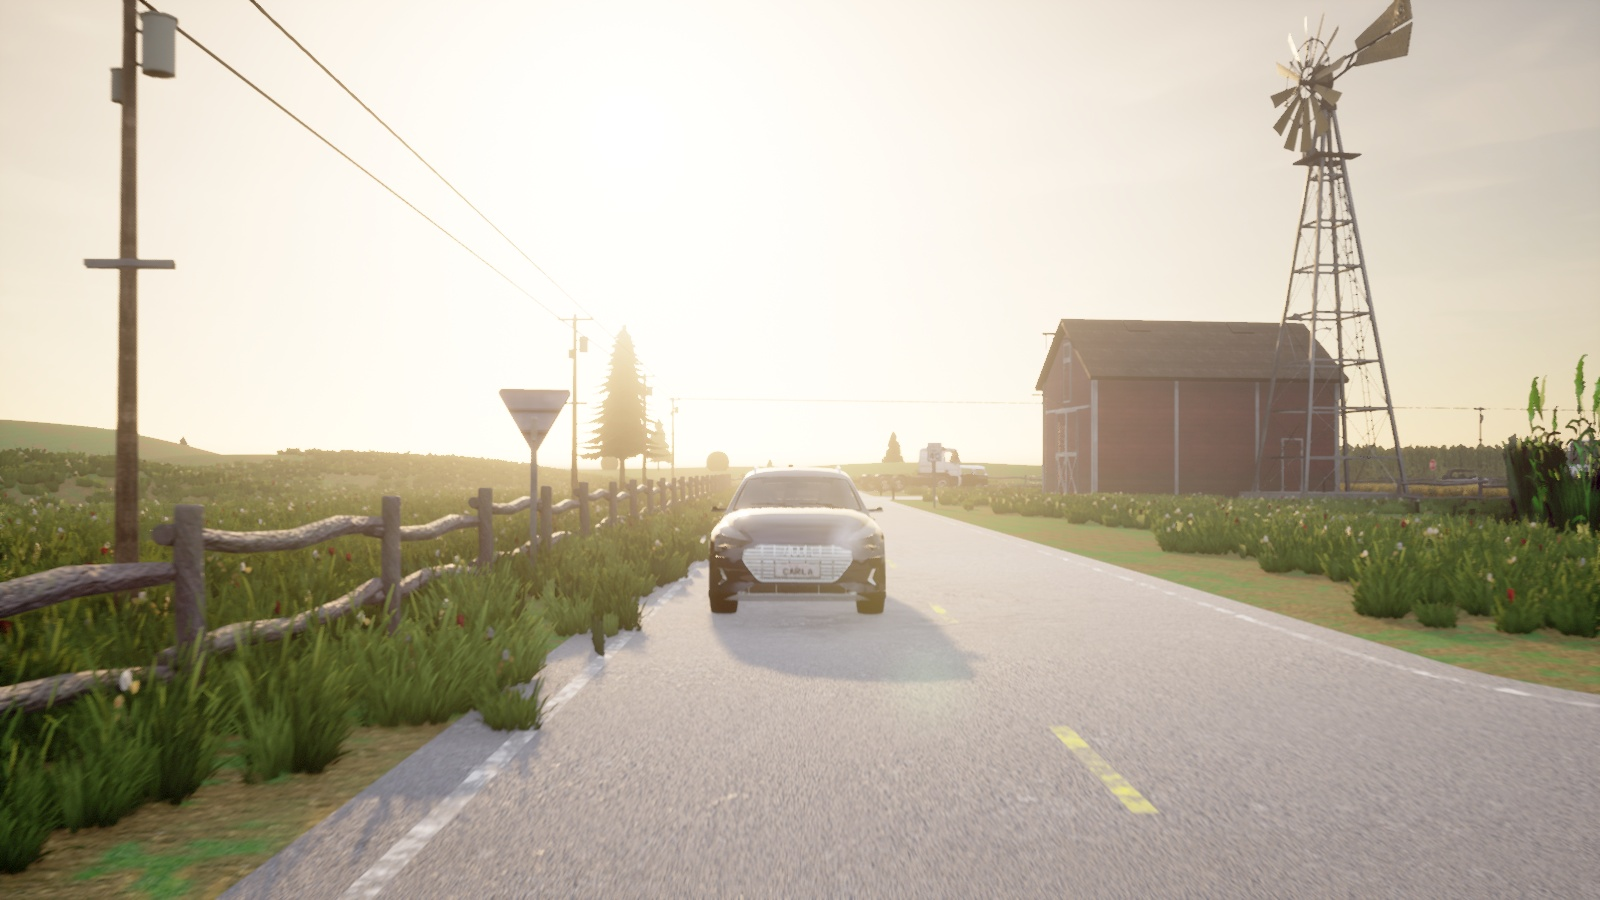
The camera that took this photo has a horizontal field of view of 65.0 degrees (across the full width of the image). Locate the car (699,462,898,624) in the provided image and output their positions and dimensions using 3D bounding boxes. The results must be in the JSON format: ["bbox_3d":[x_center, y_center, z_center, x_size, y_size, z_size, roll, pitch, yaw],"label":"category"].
[{"bbox_3d":[-0.027,0.993,15.305,2.033,1.649,4.856,0,-1,0],"label":"car"}]

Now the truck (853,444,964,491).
[{"bbox_3d":[8.140,1.336,94.371,7.936,3.462,2.891,0,-1,-26],"label":"truck"}]
